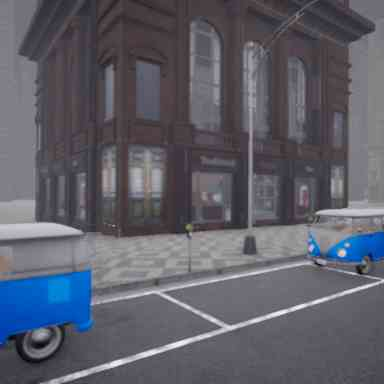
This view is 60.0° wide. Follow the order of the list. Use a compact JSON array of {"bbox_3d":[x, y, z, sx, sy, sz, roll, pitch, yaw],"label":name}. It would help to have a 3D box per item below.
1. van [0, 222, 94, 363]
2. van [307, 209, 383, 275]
[{"bbox_3d":[-3.325,1.338,4.275,3.998,1.788,1.690,1,0,-35],"label":"van"},{"bbox_3d":[5.306,1.425,10.430,3.998,1.788,1.690,1,0,-35],"label":"van"}]
